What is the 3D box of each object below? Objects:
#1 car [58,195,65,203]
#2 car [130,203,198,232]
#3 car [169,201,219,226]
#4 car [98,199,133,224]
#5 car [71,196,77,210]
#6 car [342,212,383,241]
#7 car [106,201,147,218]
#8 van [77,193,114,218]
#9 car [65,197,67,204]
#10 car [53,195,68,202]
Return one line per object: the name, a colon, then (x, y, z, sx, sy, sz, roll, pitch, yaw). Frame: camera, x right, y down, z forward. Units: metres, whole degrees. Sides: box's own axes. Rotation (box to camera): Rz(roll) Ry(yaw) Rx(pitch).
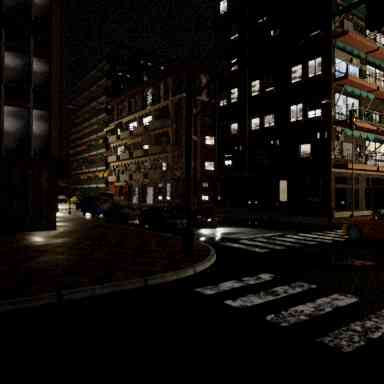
car: (-24.448, 1.456, 61.261, 2.033, 1.411, 5.357, 0, 0, -35)
car: (-1.759, 1.526, 19.781, 1.802, 1.307, 4.206, 0, 0, -36)
car: (-0.100, 1.518, 21.903, 1.994, 1.385, 4.181, 0, 0, -36)
car: (-4.963, 1.459, 24.242, 1.752, 1.417, 4.829, 0, 0, -36)
car: (-12.068, 1.428, 38.587, 1.837, 1.490, 4.892, 0, 0, -35)
car: (9.154, 1.473, 14.519, 1.882, 1.535, 5.008, 0, 0, -36)
car: (-5.999, 1.538, 30.120, 1.895, 1.301, 4.718, 0, 0, -36)
van: (-8.367, 1.265, 28.981, 1.690, 1.788, 3.998, 0, 0, -36)
car: (-21.491, 1.447, 61.605, 1.752, 1.417, 4.829, 0, 0, -36)
car: (-28.001, 1.360, 70.665, 1.967, 1.590, 4.097, 0, 0, -36)
